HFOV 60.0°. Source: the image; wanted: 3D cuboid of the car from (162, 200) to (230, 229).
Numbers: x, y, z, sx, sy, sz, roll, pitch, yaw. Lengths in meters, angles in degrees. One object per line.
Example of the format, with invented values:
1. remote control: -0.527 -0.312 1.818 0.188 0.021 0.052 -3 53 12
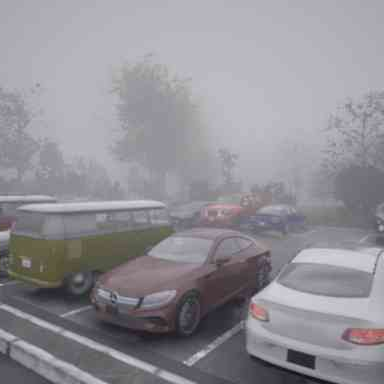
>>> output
1. car: 0.371 1.387 22.168 2.163 1.488 4.792 1 1 35

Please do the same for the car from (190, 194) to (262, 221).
1. car: 2.675 1.159 20.527 2.435 2.045 5.566 1 1 35

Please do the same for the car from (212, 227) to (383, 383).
1. car: 2.445 1.538 5.277 2.002 1.452 4.674 0 0 35

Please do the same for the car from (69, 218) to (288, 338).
1. car: 0.140 1.530 6.927 2.002 1.452 4.674 0 0 35

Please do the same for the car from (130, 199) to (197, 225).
1. car: -1.928 1.334 23.807 2.163 1.488 4.792 1 1 35

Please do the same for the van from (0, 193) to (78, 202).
1. van: -6.702 1.135 11.945 1.878 1.987 4.442 1 1 35

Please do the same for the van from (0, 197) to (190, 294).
1. van: -2.200 1.234 8.735 1.878 1.987 4.442 1 1 35

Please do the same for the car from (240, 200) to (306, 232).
1. car: 4.992 1.459 18.902 2.097 1.535 5.008 2 1 35

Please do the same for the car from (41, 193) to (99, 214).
1. car: -11.019 0.971 30.289 2.185 1.767 4.553 1 1 35

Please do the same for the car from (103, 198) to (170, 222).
1. car: -4.103 1.256 25.403 2.231 1.521 4.892 1 1 35

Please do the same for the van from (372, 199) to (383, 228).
1. van: 9.632 1.272 15.452 1.878 1.987 4.442 0 0 36
